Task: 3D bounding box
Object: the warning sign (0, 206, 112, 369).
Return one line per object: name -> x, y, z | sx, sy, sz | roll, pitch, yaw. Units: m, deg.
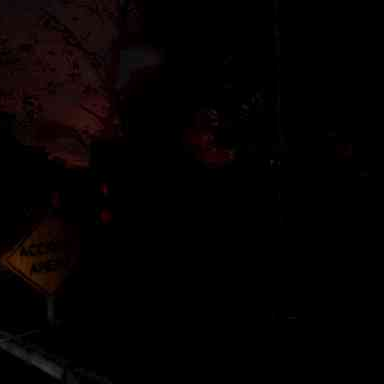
warning sign -> -2.031, 1.154, 4.753 | 1.060, 1.860, 1.300 | -1, 0, 35
